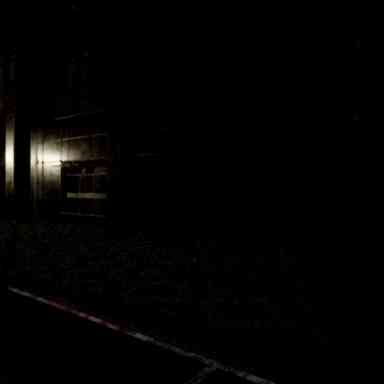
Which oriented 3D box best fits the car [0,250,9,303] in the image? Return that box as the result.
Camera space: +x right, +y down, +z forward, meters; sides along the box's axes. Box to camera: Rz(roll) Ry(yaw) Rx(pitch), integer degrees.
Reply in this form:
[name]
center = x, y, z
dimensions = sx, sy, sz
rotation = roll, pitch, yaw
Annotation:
[car]
center = -5.619, 1.229, 6.531
dimensions = 4.553, 1.767, 2.097
rotation = 1, 1, 36
